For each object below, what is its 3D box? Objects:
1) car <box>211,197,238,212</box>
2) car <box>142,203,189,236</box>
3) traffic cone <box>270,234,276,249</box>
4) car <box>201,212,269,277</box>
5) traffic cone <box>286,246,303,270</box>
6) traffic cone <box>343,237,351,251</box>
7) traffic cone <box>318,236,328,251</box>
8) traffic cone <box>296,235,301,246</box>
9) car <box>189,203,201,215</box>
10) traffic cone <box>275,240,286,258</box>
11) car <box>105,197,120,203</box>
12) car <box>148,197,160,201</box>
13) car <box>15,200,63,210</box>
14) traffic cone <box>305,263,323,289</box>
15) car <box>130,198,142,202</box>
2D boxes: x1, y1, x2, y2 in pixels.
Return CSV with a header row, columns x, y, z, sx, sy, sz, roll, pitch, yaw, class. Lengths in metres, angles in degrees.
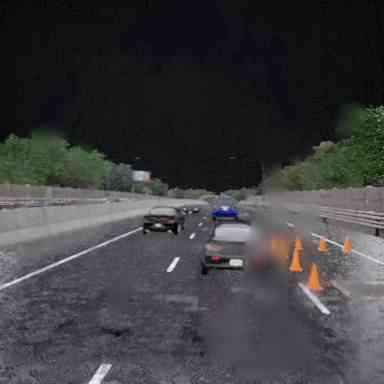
x,y,z,sx,sy,sz,roll,pitch,yaw,class
2.859,1.484,29.077,2.150,2.045,5.566,1,-1,5,car
-1.491,1.548,19.178,1.882,1.535,5.008,1,0,5,car
3.509,2.099,14.168,0.340,0.580,0.340,1,0,5,traffic cone
1.292,1.595,10.505,1.812,1.442,4.674,1,0,5,car
3.174,2.065,10.182,0.340,0.580,0.340,1,0,5,traffic cone
6.497,2.165,13.916,0.340,0.580,0.340,1,0,5,traffic cone
5.501,2.143,14.000,0.340,0.580,0.340,1,0,5,traffic cone
4.505,2.121,14.084,0.340,0.580,0.340,1,0,5,traffic cone
0.025,1.876,37.246,1.895,1.301,4.718,1,-1,5,car
3.341,2.081,12.175,0.340,0.580,0.340,1,0,5,traffic cone
-15.354,1.770,64.491,2.128,1.511,4.902,1,-1,5,car
-7.858,1.880,69.997,2.097,1.767,4.553,1,-1,5,car
-11.680,1.389,25.684,2.128,1.511,4.902,1,-1,5,car
3.006,2.050,8.189,0.340,0.580,0.340,1,0,5,traffic cone
-11.501,1.928,68.465,1.837,1.490,4.892,1,-1,5,car
